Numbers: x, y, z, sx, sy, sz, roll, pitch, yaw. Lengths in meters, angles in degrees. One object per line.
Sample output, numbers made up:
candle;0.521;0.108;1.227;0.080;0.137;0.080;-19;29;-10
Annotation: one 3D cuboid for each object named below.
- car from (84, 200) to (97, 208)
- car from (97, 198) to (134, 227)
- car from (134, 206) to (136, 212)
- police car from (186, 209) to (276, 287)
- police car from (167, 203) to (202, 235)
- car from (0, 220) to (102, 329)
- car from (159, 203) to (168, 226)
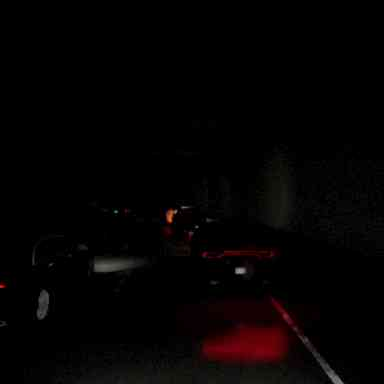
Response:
car;-18.838;2.138;60.977;5.008;1.535;1.882;-1;-1;42
car;-5.897;1.502;25.812;2.150;2.045;5.566;0;-1;-13
car;-9.274;2.102;46.268;1.895;1.301;4.718;0;-1;-26
police car;0.939;1.533;9.807;1.930;1.638;5.238;0;-1;-3
police car;-0.170;1.648;20.444;1.930;1.638;5.238;0;-1;-9
car;-3.511;1.583;7.090;1.837;1.490;4.892;0;-1;-2
car;-1.369;1.640;26.608;2.097;1.767;4.553;0;-1;-13
